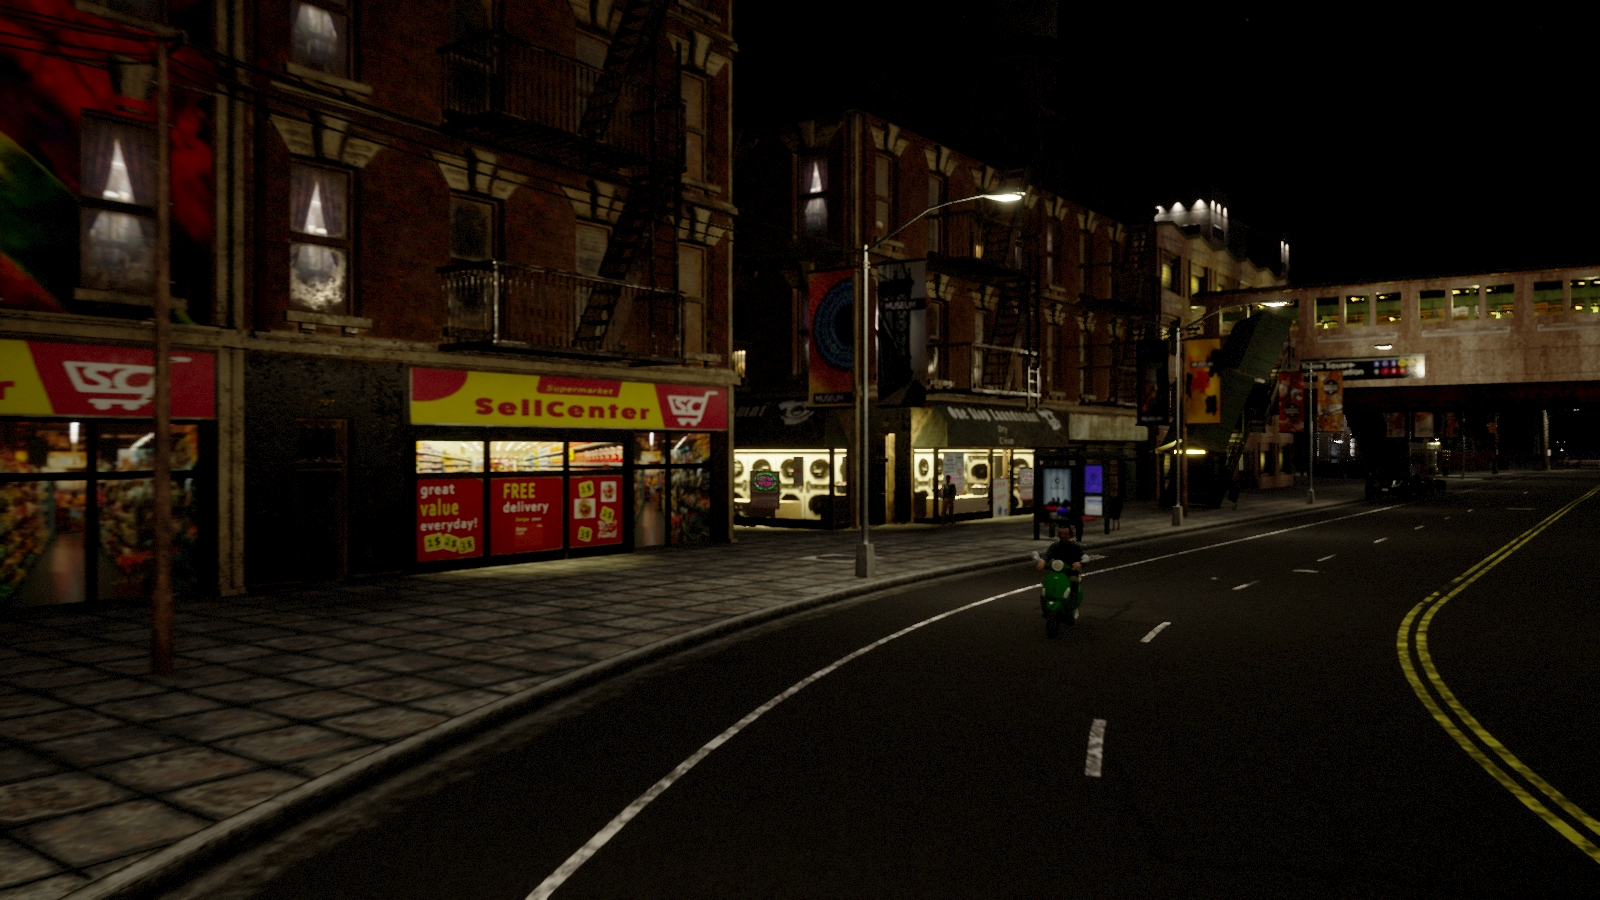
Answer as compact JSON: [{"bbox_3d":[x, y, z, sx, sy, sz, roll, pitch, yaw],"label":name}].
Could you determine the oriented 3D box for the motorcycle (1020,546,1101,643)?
[{"bbox_3d":[4.026,2.183,17.578,0.856,1.236,1.805,1,0,24],"label":"motorcycle"}]

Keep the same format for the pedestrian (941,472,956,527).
[{"bbox_3d":[5.093,1.697,39.147,0.375,1.860,0.375,0,0,37],"label":"pedestrian"}]
